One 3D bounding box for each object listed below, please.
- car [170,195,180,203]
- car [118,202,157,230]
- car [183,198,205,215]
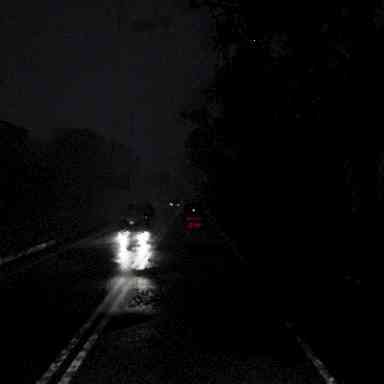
[{"bbox_3d":[-3.142,1.347,62.666,2.033,1.411,5.357,0,0,1],"label":"car"},{"bbox_3d":[-3.318,1.417,20.753,2.128,1.511,4.902,0,0,0],"label":"car"},{"bbox_3d":[0.159,1.400,32.548,1.837,1.490,4.892,0,0,0],"label":"car"}]
